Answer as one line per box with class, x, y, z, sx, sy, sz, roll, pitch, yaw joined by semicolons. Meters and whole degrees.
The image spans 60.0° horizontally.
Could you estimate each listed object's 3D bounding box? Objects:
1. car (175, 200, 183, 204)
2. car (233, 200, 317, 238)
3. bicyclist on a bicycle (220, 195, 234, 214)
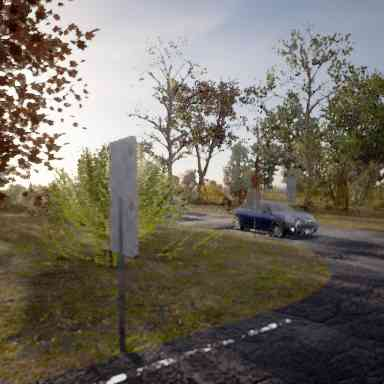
car;-2.706;1.088;32.455;1.882;1.535;5.008;-1;1;-35
car;4.191;1.235;17.325;2.097;1.767;4.553;-1;1;-32
bicyclist on a bicycle;3.103;1.118;29.528;1.656;1.620;0.582;0;1;-35
